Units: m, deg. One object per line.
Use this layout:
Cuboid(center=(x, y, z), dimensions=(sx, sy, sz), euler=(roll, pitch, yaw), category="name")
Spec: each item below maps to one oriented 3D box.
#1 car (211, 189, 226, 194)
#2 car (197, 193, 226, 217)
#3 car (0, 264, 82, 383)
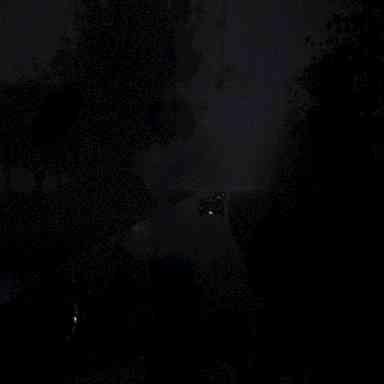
Cuboid(center=(3.461, 0.231, 42.780), dimensions=(1.895, 1.301, 4.718), euler=(0, 3, 7), category="car")
Cuboid(center=(1.516, 1.071, 25.422), dimensions=(1.895, 1.301, 4.718), euler=(0, 2, 5), category="car")
Cuboid(center=(-2.732, 1.533, 3.521), dimensions=(1.994, 1.385, 4.181), euler=(1, 0, 1), category="car")
